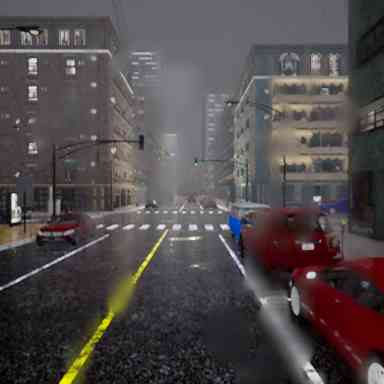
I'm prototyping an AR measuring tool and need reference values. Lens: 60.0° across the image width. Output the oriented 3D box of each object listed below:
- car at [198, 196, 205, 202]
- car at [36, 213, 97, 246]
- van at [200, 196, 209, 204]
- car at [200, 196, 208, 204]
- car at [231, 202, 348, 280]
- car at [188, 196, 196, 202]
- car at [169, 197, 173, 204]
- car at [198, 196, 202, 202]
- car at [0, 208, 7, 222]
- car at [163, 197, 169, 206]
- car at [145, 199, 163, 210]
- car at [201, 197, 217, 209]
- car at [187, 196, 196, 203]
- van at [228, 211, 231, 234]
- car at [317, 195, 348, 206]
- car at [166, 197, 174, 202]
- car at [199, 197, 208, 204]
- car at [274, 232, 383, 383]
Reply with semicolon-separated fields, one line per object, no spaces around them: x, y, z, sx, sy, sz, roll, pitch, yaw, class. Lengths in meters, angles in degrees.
2.651;1.956;92.339;1.752;1.417;4.829;-1;0;0;car
-5.702;1.648;15.586;1.802;1.307;4.206;0;0;0;car
2.657;1.658;70.076;1.690;1.788;3.998;0;0;0;van
2.665;1.802;53.505;1.947;1.339;4.313;0;0;0;car
2.679;1.358;10.061;2.192;1.841;5.009;0;0;0;car
-0.031;1.715;87.443;1.882;1.535;5.008;0;0;0;car
-5.724;1.890;75.608;1.887;1.381;4.507;0;0;0;car
2.661;1.835;64.552;1.887;1.381;4.507;0;0;0;car
-17.618;1.935;29.098;4.181;1.385;1.994;-1;0;0;car
-5.718;1.829;59.038;1.947;1.339;4.313;0;0;0;car
-5.714;1.776;47.991;1.947;1.339;4.313;0;0;0;car
2.667;1.792;47.982;1.802;1.307;4.206;0;0;0;car
-0.028;1.702;77.407;2.097;1.767;4.553;0;0;0;car
2.677;1.407;15.589;1.690;1.788;3.998;0;0;0;van
14.930;1.366;32.547;5.008;1.535;1.882;-1;0;0;car
-5.728;1.983;86.655;1.802;1.307;4.206;0;0;0;car
2.657;1.911;75.599;1.947;1.339;4.313;0;0;0;car
2.683;1.564;4.532;1.887;1.381;4.507;0;0;0;car
